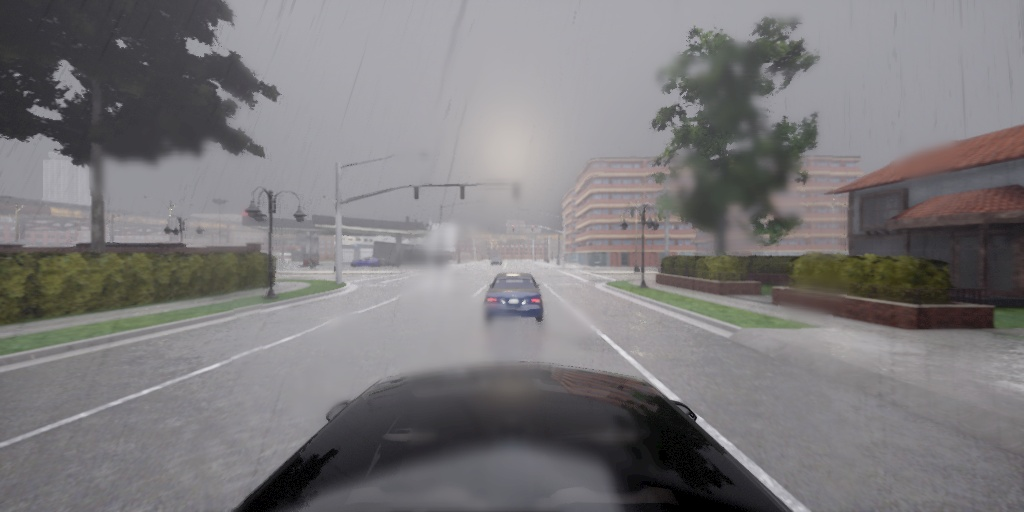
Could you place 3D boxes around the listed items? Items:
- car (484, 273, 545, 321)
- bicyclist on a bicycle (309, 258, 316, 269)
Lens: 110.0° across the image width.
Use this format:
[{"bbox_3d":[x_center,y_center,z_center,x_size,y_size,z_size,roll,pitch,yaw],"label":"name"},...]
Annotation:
[{"bbox_3d":[0.081,1.282,12.326,2.033,1.411,5.357,0,0,0],"label":"car"},{"bbox_3d":[-29.051,1.110,52.191,0.582,1.620,1.656,-10,5,0],"label":"bicyclist on a bicycle"}]
